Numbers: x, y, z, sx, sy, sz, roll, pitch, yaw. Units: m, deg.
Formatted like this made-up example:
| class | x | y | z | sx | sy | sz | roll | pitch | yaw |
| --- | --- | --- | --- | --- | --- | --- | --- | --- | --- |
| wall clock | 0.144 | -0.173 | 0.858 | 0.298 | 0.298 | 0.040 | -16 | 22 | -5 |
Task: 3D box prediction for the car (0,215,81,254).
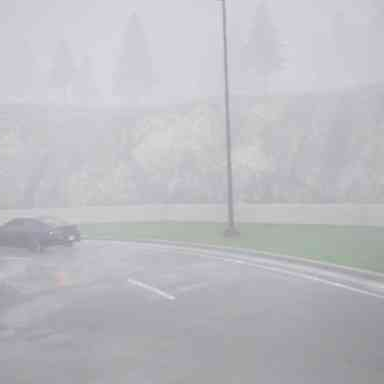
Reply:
| class | x | y | z | sx | sy | sz | roll | pitch | yaw |
| --- | --- | --- | --- | --- | --- | --- | --- | --- | --- |
| car | -6.955 | 1.743 | 14.288 | 4.674 | 1.442 | 1.812 | -2 | 0 | 23 |
